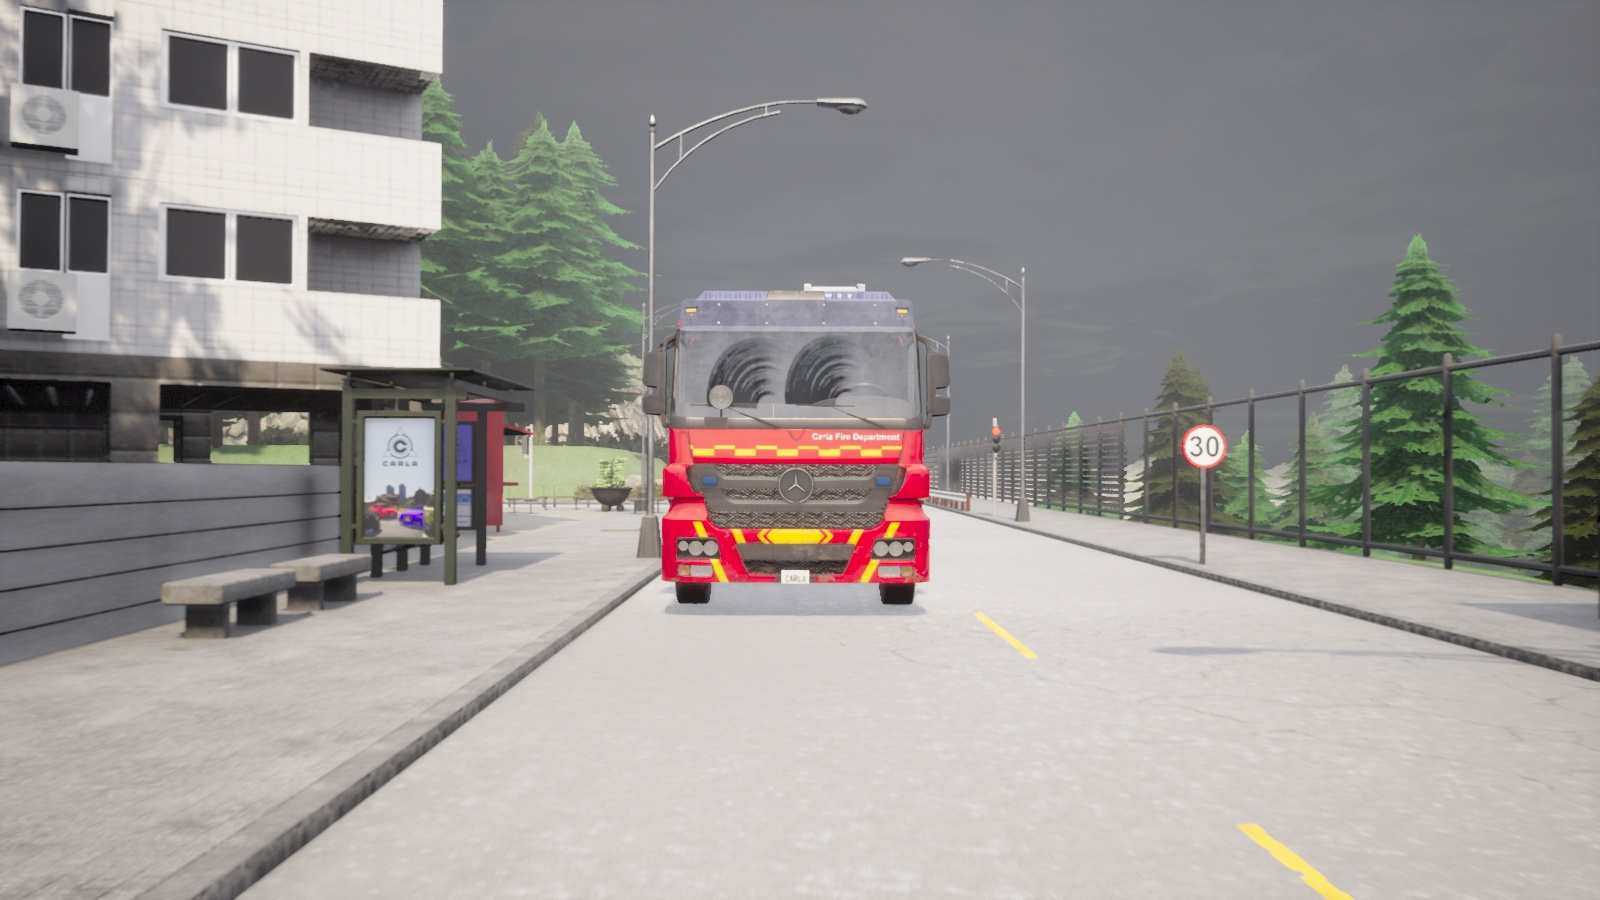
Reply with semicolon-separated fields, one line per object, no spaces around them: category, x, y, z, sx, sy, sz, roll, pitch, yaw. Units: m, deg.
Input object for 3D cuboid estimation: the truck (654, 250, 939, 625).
truck;-0.050;-0.064;17.067;2.891;3.827;8.468;0;-1;0
